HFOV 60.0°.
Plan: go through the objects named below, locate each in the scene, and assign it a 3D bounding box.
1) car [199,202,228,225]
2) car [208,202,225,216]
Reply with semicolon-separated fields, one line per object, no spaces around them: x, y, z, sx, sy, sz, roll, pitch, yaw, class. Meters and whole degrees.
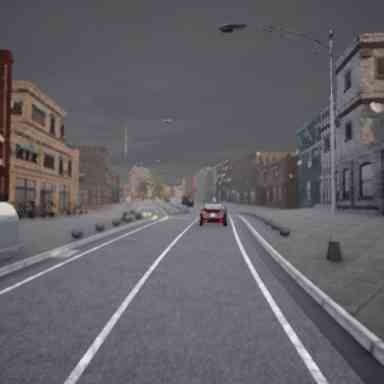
1.652;1.644;25.202;2.163;1.488;4.792;0;-1;5;car
3.119;2.126;41.764;2.033;1.649;4.856;0;-3;4;car
